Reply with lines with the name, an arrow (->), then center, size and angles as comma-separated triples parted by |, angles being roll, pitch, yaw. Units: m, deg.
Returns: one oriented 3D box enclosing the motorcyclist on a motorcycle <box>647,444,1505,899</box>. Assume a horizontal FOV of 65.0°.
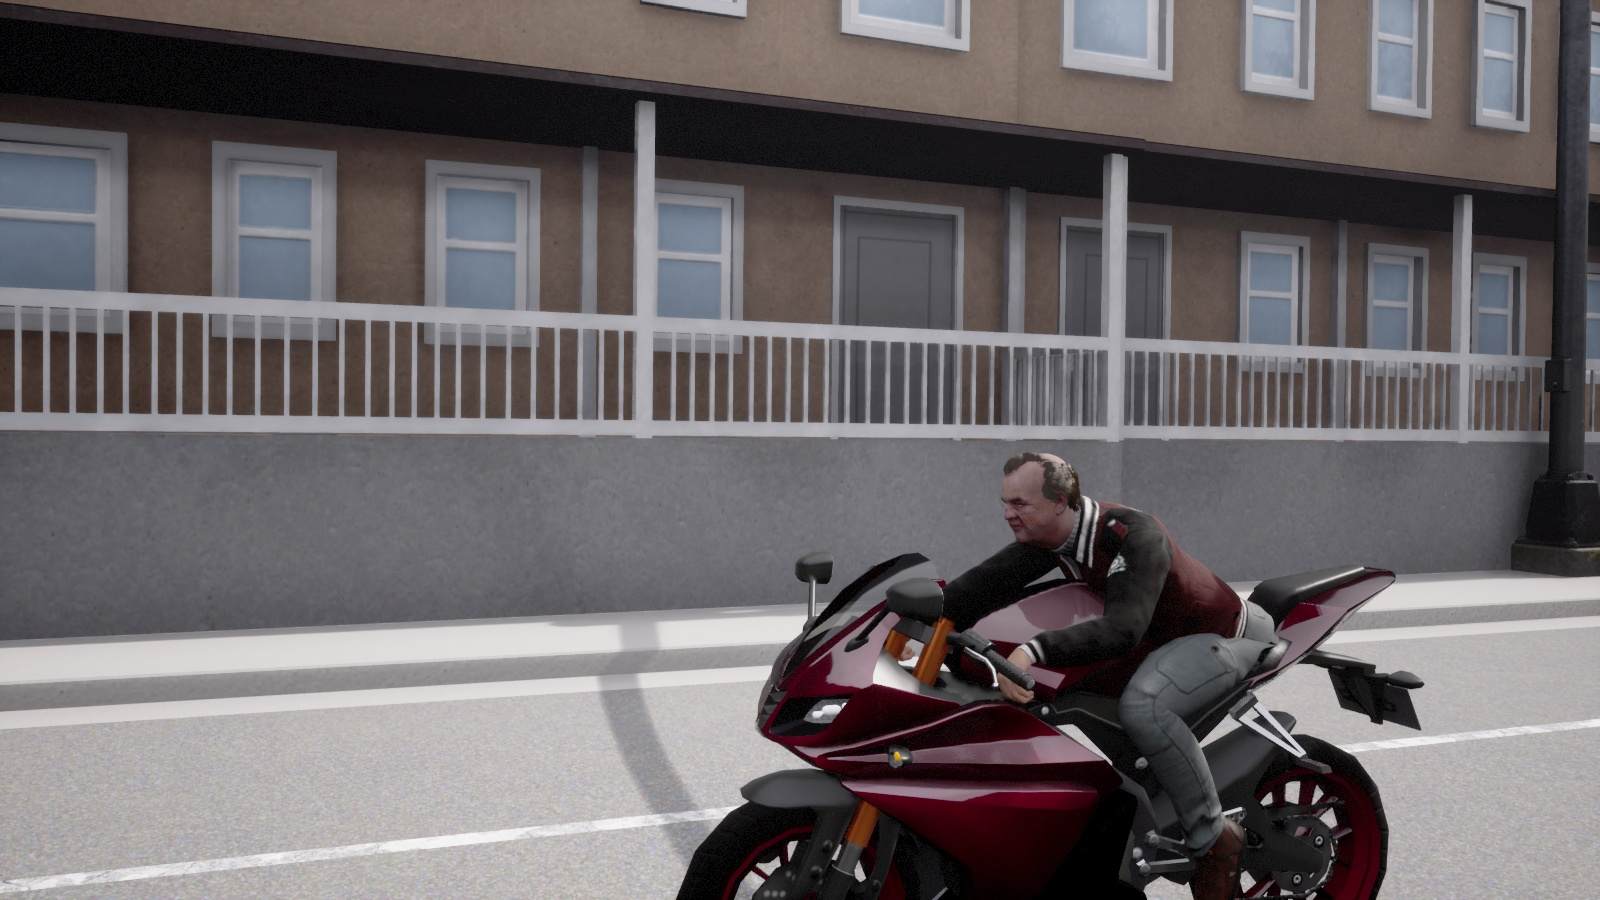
motorcyclist on a motorcycle -> 0.755, 0.768, 3.489 | 2.191, 1.530, 0.866 | -1, 1, -19
